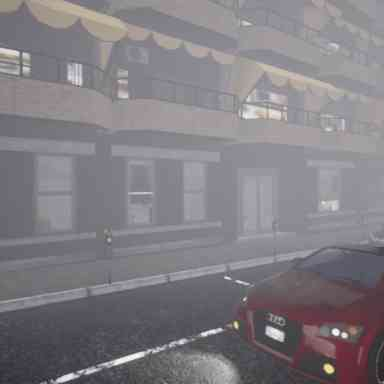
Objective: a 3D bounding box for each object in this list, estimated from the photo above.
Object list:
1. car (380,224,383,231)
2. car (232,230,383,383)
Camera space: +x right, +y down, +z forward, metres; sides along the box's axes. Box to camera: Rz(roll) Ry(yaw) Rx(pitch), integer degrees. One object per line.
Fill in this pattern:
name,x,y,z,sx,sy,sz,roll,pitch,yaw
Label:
car,8.316,1.596,12.525,4.206,1.307,1.802,0,-1,-36
car,2.644,1.569,5.271,4.181,1.385,1.994,0,0,-36
